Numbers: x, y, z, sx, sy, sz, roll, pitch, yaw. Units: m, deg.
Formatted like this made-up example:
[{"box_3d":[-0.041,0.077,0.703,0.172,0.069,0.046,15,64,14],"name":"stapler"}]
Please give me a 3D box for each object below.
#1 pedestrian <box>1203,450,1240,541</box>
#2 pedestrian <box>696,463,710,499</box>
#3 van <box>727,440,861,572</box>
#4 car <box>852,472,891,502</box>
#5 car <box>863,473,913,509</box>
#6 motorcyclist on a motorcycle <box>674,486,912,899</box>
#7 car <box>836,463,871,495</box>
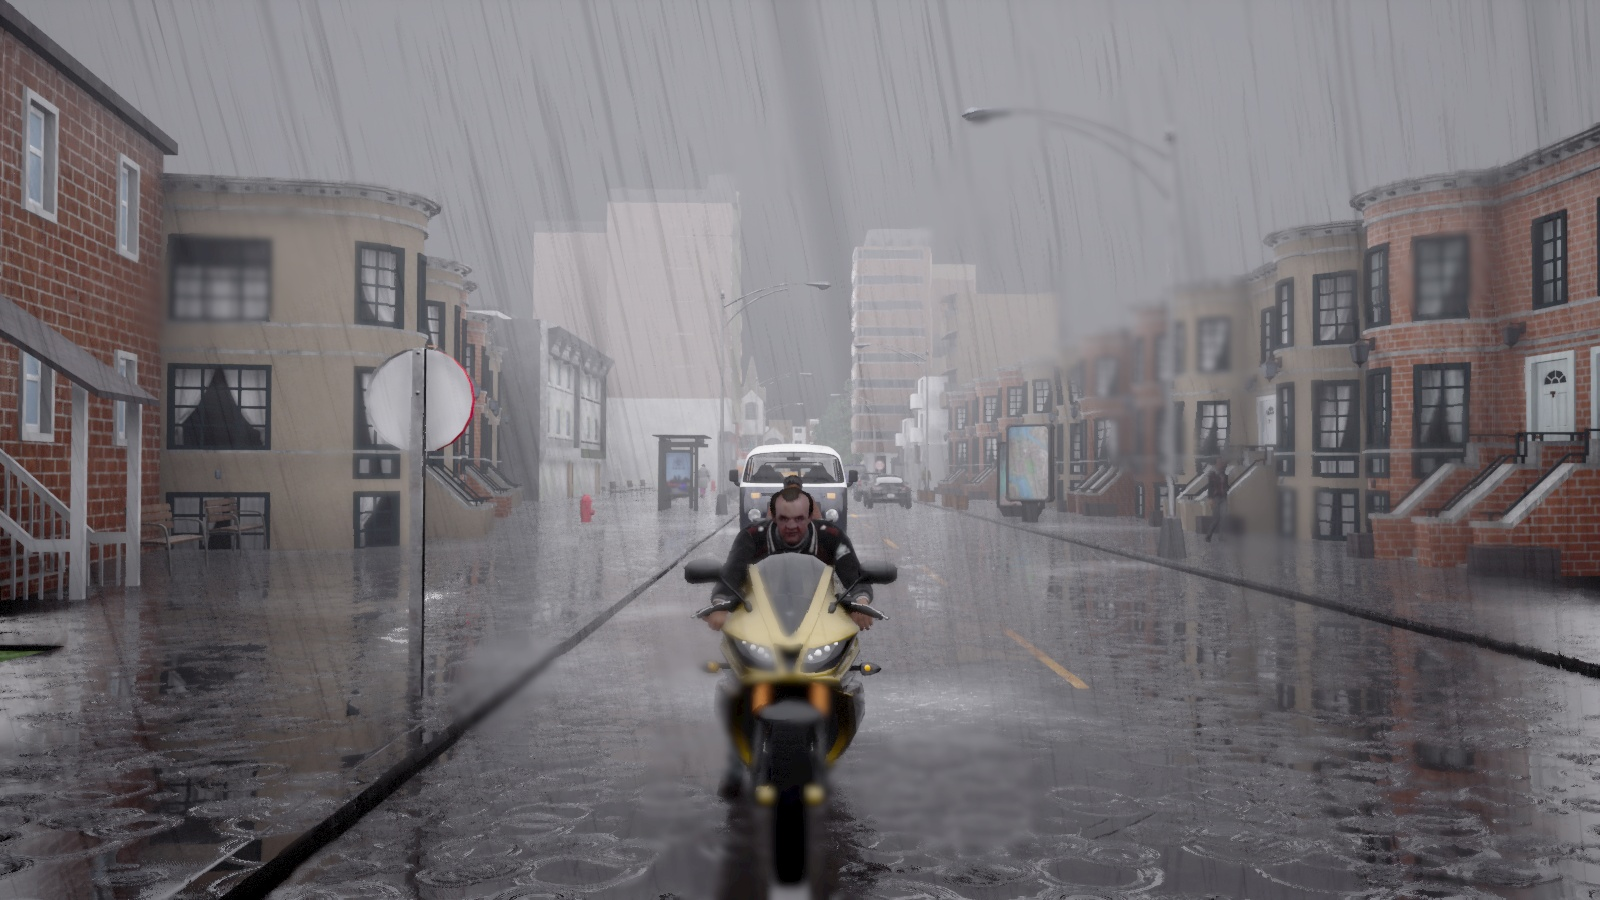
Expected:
[{"box_3d":[8.717,0.925,25.980,0.376,1.854,0.720,0,-1,-13],"name":"pedestrian"},{"box_3d":[-5.214,1.680,67.752,0.659,1.952,0.873,0,-1,3],"name":"pedestrian"},{"box_3d":[-0.106,0.902,21.712,2.069,2.038,4.480,0,-1,0],"name":"van"},{"box_3d":[3.698,1.911,65.481,1.845,1.501,3.633,0,-1,0],"name":"car"},{"box_3d":[3.749,1.733,54.195,1.812,1.442,4.674,0,-1,0],"name":"car"},{"box_3d":[-0.032,0.945,5.682,0.866,1.530,2.191,0,-1,0],"name":"motorcyclist on a motorcycle"},{"box_3d":[3.584,1.943,85.022,2.150,2.045,5.566,0,-1,0],"name":"car"}]
